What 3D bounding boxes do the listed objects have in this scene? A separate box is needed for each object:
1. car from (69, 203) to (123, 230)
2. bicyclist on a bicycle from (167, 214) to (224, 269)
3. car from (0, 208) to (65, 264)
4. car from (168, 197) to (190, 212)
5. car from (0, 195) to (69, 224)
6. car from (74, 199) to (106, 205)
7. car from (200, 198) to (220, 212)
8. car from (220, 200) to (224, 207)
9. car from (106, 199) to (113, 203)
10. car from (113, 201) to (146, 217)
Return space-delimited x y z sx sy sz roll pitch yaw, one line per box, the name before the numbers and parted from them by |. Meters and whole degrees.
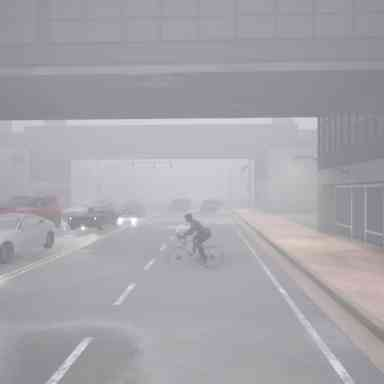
car | -6.114 1.600 21.112 1.895 1.301 4.718 0 0 3
bicyclist on a bicycle | 0.084 1.448 9.681 1.656 1.620 0.582 -2 0 3
car | -6.587 1.525 12.005 1.812 1.442 4.674 0 0 3
car | -1.569 1.525 37.904 1.812 1.442 4.674 0 0 3
car | -9.695 1.221 19.629 2.150 2.045 5.566 0 0 3
car | -9.156 1.525 28.182 1.812 1.442 4.674 0 0 3
car | 2.011 1.563 39.252 1.994 1.385 4.181 0 0 3
car | 3.197 1.546 48.416 2.033 1.411 5.357 0 0 19
car | -8.947 1.491 33.265 2.128 1.511 4.902 0 0 3
car | -5.570 1.563 31.119 1.994 1.385 4.181 0 0 3
